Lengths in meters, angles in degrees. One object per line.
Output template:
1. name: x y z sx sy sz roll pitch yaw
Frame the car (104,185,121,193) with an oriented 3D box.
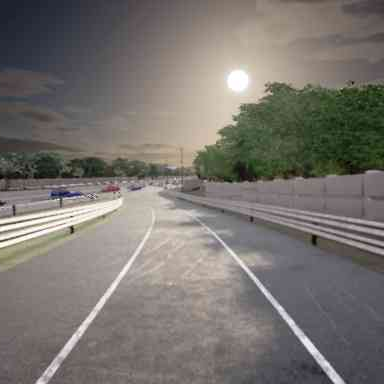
1. car: -21.457 -0.939 91.547 2.150 2.045 5.566 0 3 9

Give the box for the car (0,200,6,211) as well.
1. car: -25.910 2.115 41.219 1.895 1.301 4.718 0 3 9

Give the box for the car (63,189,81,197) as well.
1. car: -24.710 0.409 71.074 1.882 1.535 5.008 0 3 9

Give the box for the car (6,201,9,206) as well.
1. car: -28.439 1.688 47.603 1.837 1.490 4.892 0 3 9

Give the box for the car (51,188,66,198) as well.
1. car: -28.163 0.143 71.644 2.150 2.045 5.566 0 3 9

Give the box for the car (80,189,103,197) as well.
1. car: -21.254 0.495 70.523 1.994 1.385 4.181 0 3 9
